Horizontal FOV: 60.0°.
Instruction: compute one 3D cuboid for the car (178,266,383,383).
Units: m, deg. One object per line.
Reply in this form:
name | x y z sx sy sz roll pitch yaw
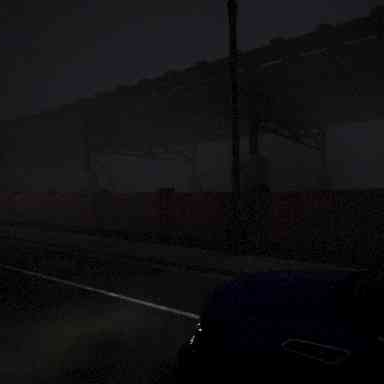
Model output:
car | 2.524 1.221 2.192 5.566 2.045 2.150 0 0 35
